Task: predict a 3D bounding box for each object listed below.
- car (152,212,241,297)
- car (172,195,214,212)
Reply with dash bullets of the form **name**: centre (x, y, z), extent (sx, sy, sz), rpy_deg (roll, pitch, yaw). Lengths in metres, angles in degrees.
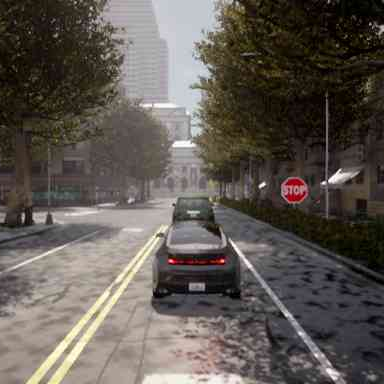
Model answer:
- **car**: centre (0.094, 1.494, 8.531), extent (1.837, 1.490, 4.892), rpy_deg (0, 0, 0)
- **car**: centre (0.062, 1.199, 18.341), extent (2.150, 2.045, 5.566), rpy_deg (0, 0, 0)
